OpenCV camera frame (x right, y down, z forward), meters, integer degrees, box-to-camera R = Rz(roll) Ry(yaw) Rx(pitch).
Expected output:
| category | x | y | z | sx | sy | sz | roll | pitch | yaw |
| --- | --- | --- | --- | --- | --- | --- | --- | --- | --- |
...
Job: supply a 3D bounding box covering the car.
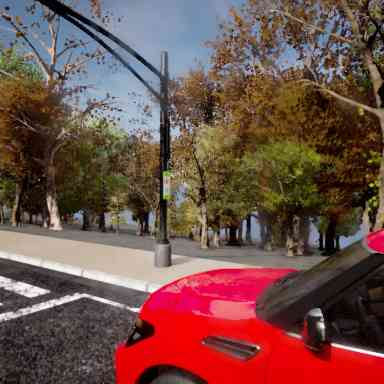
| category | x | y | z | sx | sy | sz | roll | pitch | yaw |
| --- | --- | --- | --- | --- | --- | --- | --- | --- | --- |
| car | 1.976 | 1.222 | 2.303 | 5.566 | 2.045 | 2.150 | 0 | 0 | 34 |
